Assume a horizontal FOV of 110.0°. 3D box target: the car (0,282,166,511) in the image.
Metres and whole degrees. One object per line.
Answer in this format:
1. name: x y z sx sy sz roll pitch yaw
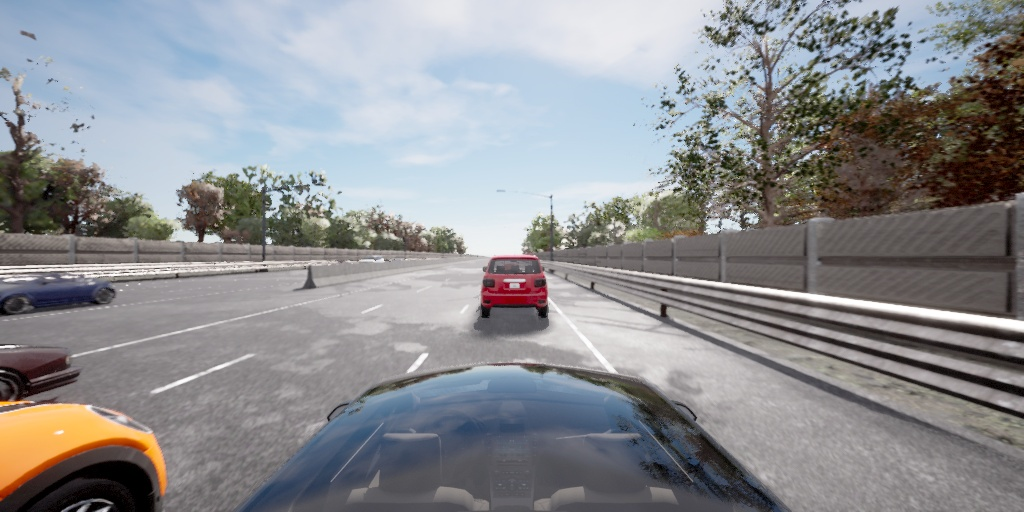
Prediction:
1. car: -3.408 1.101 0.520 2.097 1.767 4.553 0 0 0

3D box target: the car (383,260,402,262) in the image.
1. car: -17.942 1.287 55.568 1.812 1.442 4.674 0 0 0

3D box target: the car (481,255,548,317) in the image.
1. car: 0.064 0.974 13.329 2.150 2.045 5.566 0 0 0

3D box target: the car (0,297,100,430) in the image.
1. car: -6.903 1.299 2.449 2.033 1.411 5.357 0 0 0

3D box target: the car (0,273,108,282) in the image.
1. car: -17.618 1.318 13.294 1.994 1.385 4.181 0 0 0

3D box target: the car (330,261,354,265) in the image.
1. car: -24.910 1.362 52.785 1.895 1.301 4.718 0 0 0

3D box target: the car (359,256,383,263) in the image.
1. car: -21.427 0.981 54.931 2.150 2.045 5.566 0 0 0

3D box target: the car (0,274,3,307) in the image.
1. car: -21.107 1.355 11.846 1.895 1.301 4.718 0 0 0
